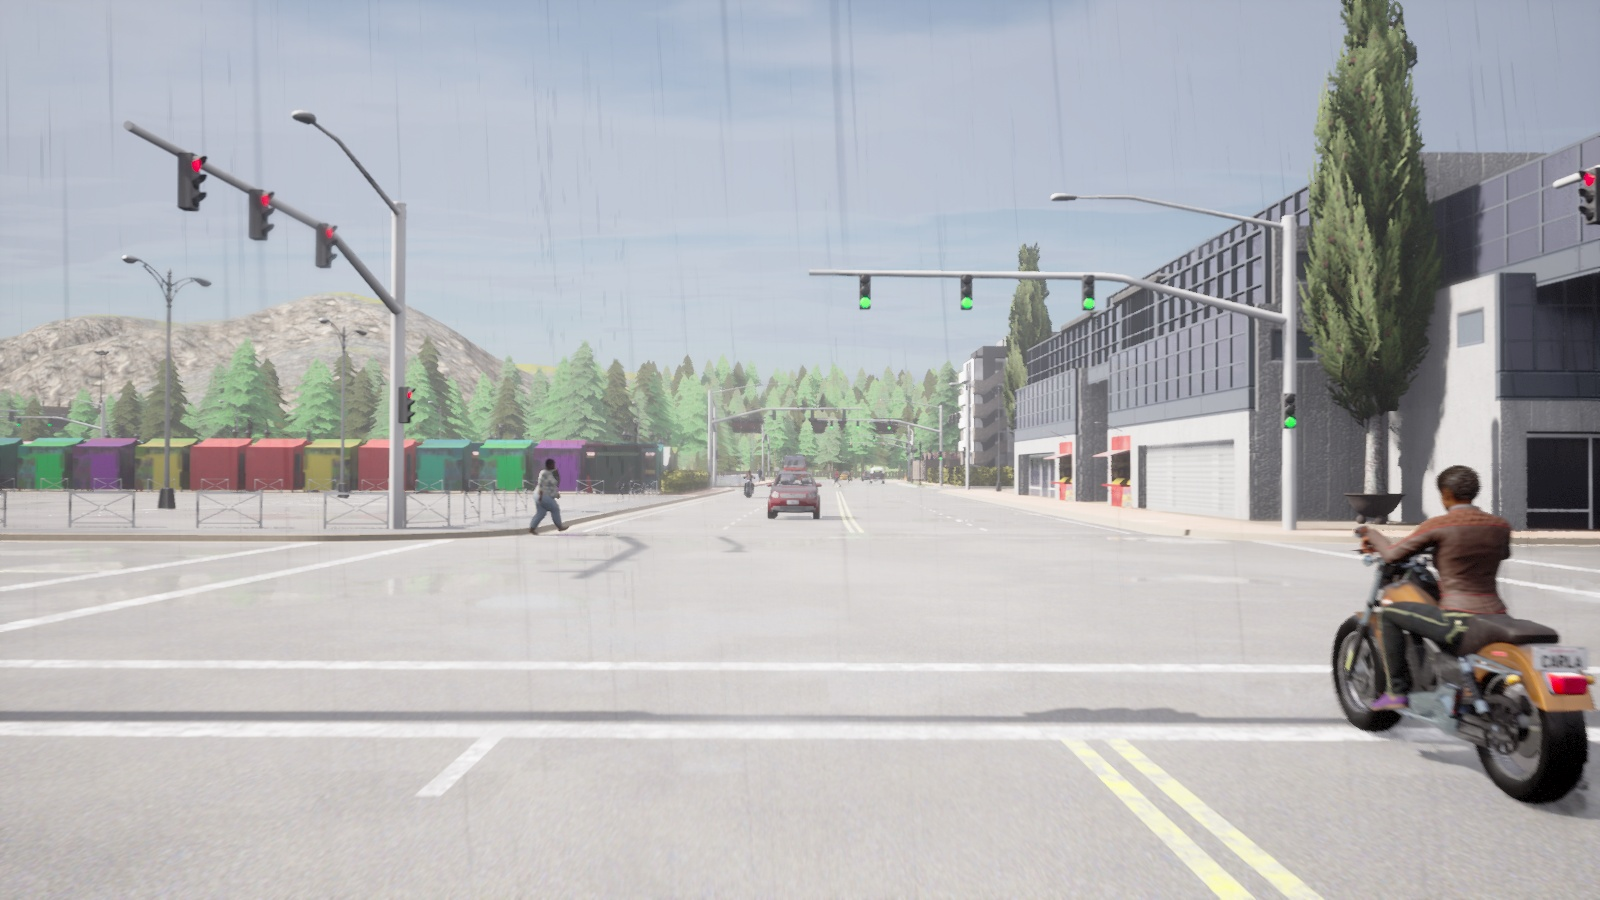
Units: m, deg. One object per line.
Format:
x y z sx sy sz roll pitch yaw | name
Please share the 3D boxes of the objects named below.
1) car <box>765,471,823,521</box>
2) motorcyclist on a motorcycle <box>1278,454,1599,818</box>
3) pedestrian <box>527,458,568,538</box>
-0.163 1.484 41.245 1.789 1.549 3.705 0 -1 1 | car
3.467 0.866 6.887 0.766 1.649 2.350 0 -1 0 | motorcyclist on a motorcycle
-5.991 1.133 29.822 0.900 1.855 0.874 0 -1 -6 | pedestrian
